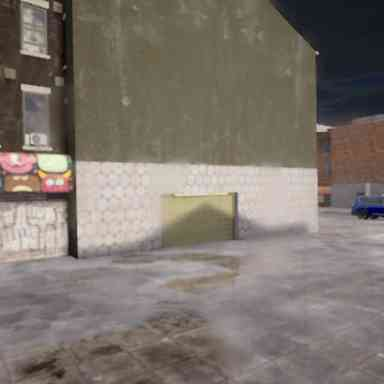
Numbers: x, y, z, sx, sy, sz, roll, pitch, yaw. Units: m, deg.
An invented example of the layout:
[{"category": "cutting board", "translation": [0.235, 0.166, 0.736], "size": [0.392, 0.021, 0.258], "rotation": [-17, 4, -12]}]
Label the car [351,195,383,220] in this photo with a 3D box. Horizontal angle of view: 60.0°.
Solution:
[{"category": "car", "translation": [15.720, 1.292, 26.654], "size": [2.150, 2.045, 5.566], "rotation": [-2, 0, -35]}]
